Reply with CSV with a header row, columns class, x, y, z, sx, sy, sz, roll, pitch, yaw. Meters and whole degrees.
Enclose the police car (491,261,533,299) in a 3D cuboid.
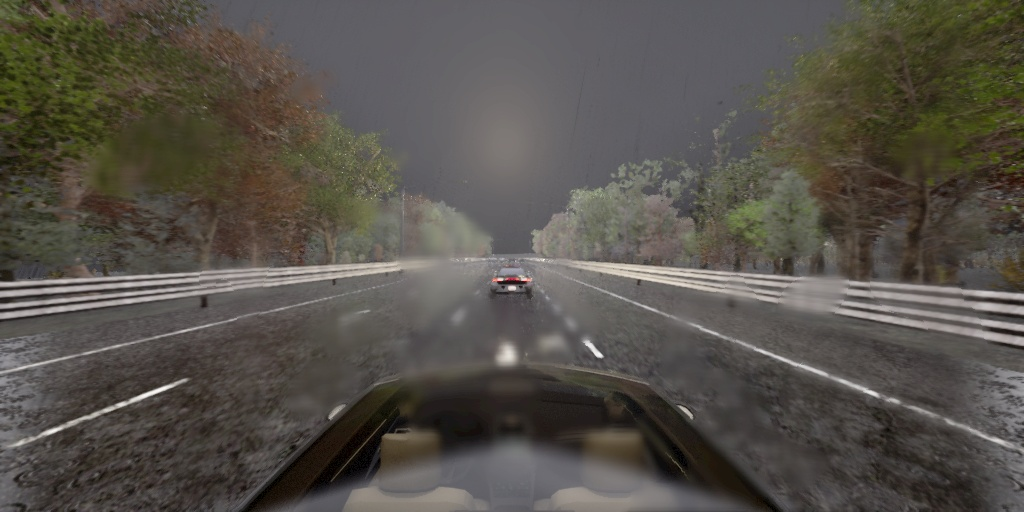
class,x,y,z,sx,sy,sz,roll,pitch,yaw
police car,0.005,1.236,18.275,2.038,1.542,4.974,0,0,0
